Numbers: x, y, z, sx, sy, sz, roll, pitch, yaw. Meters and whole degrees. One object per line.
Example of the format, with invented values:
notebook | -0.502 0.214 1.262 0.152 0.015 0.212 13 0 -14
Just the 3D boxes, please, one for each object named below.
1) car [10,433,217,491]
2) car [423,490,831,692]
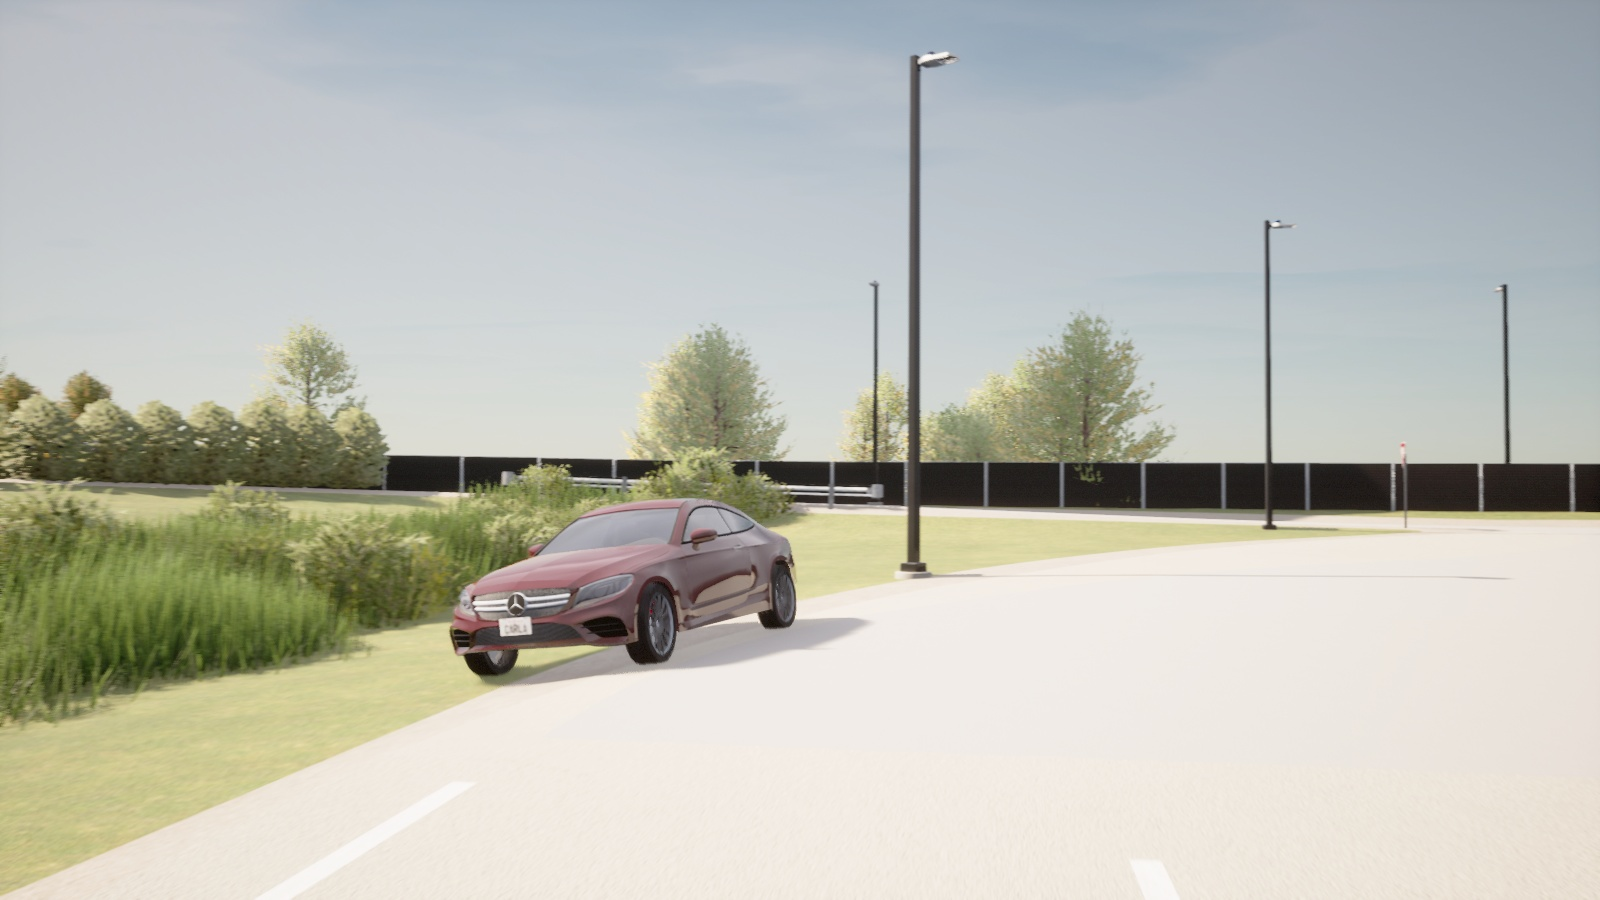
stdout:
car | -21.428 0.441 39.386 5.366 1.575 1.801 4 -4 -45
car | -1.404 1.231 12.328 1.812 1.442 4.674 -7 -4 21
